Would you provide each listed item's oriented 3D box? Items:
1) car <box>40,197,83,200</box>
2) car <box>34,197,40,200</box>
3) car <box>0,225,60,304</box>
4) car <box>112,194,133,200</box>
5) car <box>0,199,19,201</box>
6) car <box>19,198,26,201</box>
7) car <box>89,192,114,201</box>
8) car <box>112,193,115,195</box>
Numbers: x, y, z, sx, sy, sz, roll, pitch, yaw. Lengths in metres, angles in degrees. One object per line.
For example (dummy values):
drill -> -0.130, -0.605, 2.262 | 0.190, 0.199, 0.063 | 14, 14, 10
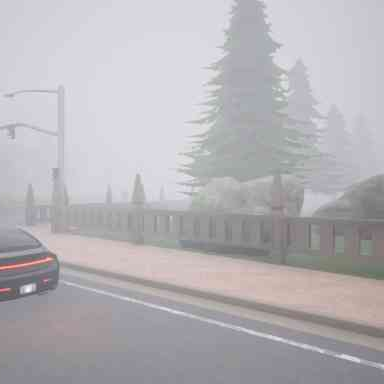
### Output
car -> -17.514, 1.526, 44.898 | 1.812, 1.442, 4.674 | 0, 0, 36
car -> -23.699, 1.505, 48.285 | 1.837, 1.490, 4.892 | 0, 0, 36
car -> -4.937, 1.505, 7.460 | 4.892, 1.490, 1.837 | 0, 0, 36
car -> -10.323, 1.422, 54.961 | 1.837, 1.490, 4.892 | 0, 1, 36
car -> -22.619, 1.564, 37.788 | 1.994, 1.385, 4.181 | 0, 0, 36
car -> -23.999, 1.547, 41.863 | 2.033, 1.411, 5.357 | 0, 0, 36
car -> -15.855, 1.130, 59.235 | 2.150, 2.045, 5.566 | 0, 1, 35
car -> -11.517, 1.320, 59.300 | 2.128, 1.511, 4.902 | 0, 2, 36
